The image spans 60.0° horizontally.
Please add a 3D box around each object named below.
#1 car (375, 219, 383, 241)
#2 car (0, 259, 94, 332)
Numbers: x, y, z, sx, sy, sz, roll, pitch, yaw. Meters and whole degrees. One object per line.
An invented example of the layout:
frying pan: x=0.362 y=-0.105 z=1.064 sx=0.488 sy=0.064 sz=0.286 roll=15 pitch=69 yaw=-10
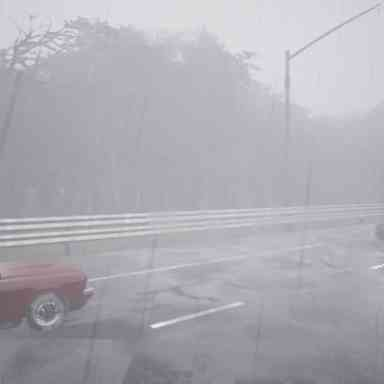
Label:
car: x=10.370 y=1.552 z=15.448 sx=4.181 sy=1.385 sz=1.994 roll=1 pitch=-1 yaw=-35
car: x=-4.059 y=1.582 z=5.159 sx=4.718 sy=1.301 sz=1.895 roll=1 pitch=-1 yaw=-36
